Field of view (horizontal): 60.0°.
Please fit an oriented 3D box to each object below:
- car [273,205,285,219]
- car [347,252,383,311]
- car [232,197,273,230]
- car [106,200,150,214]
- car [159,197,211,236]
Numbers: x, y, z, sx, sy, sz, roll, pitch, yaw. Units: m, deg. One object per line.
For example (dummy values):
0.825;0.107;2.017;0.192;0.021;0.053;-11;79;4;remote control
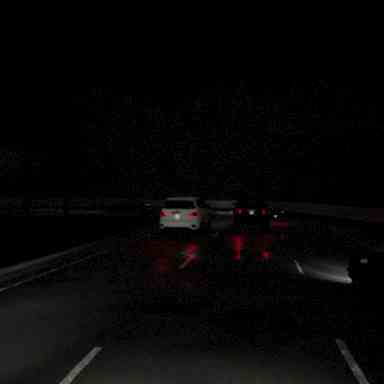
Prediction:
6.307;1.757;30.297;1.895;1.301;4.718;1;0;-21;car
4.203;1.598;5.518;2.033;1.411;5.357;0;0;11;car
3.848;1.330;22.035;2.150;2.045;5.566;1;0;8;car
-7.116;1.577;36.910;4.902;1.511;2.128;0;-1;12;car
-0.252;1.289;19.019;2.150;2.045;5.566;0;0;10;car
